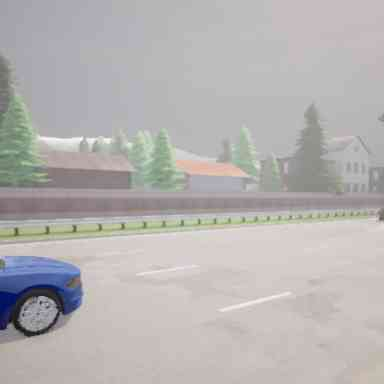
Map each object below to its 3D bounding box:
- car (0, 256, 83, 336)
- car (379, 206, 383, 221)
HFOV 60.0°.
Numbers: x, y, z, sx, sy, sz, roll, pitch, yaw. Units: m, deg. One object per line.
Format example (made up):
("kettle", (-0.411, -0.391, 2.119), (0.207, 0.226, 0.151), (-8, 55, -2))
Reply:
("car", (-4.243, 1.475, 5.012), (5.008, 1.535, 1.882), (1, 0, -36))
("car", (19.037, 1.712, 30.288), (4.553, 1.767, 2.097), (1, 0, -36))
